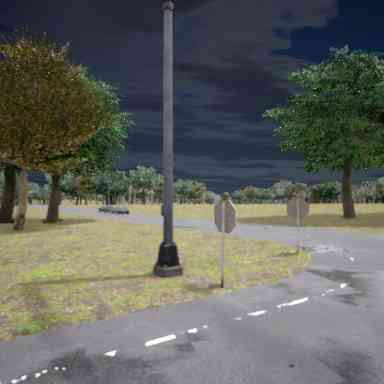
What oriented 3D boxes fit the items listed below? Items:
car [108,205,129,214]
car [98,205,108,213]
[{"bbox_3d":[-12.057,3.018,55.701,1.994,1.385,4.181,2,-2,-32],"label":"car"},{"bbox_3d":[-15.843,3.059,61.492,2.128,1.511,4.902,2,-2,-33],"label":"car"}]
